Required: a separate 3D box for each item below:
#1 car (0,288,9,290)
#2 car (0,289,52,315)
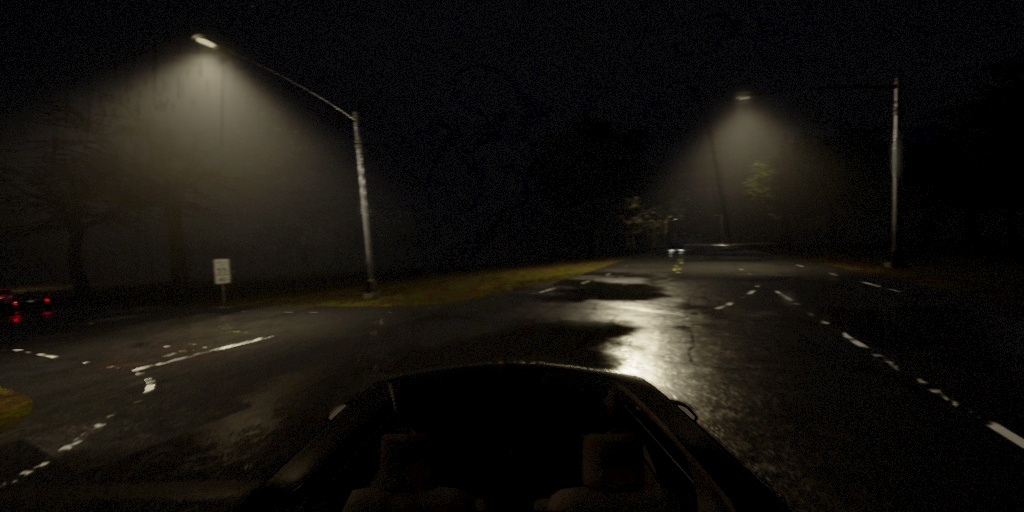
[{"bbox_3d":[-49.047,4.134,33.791,5.566,2.045,2.150,-3,2,26],"label":"car"},{"bbox_3d":[-40.270,3.774,29.546,4.553,1.767,2.097,-3,2,26],"label":"car"}]
